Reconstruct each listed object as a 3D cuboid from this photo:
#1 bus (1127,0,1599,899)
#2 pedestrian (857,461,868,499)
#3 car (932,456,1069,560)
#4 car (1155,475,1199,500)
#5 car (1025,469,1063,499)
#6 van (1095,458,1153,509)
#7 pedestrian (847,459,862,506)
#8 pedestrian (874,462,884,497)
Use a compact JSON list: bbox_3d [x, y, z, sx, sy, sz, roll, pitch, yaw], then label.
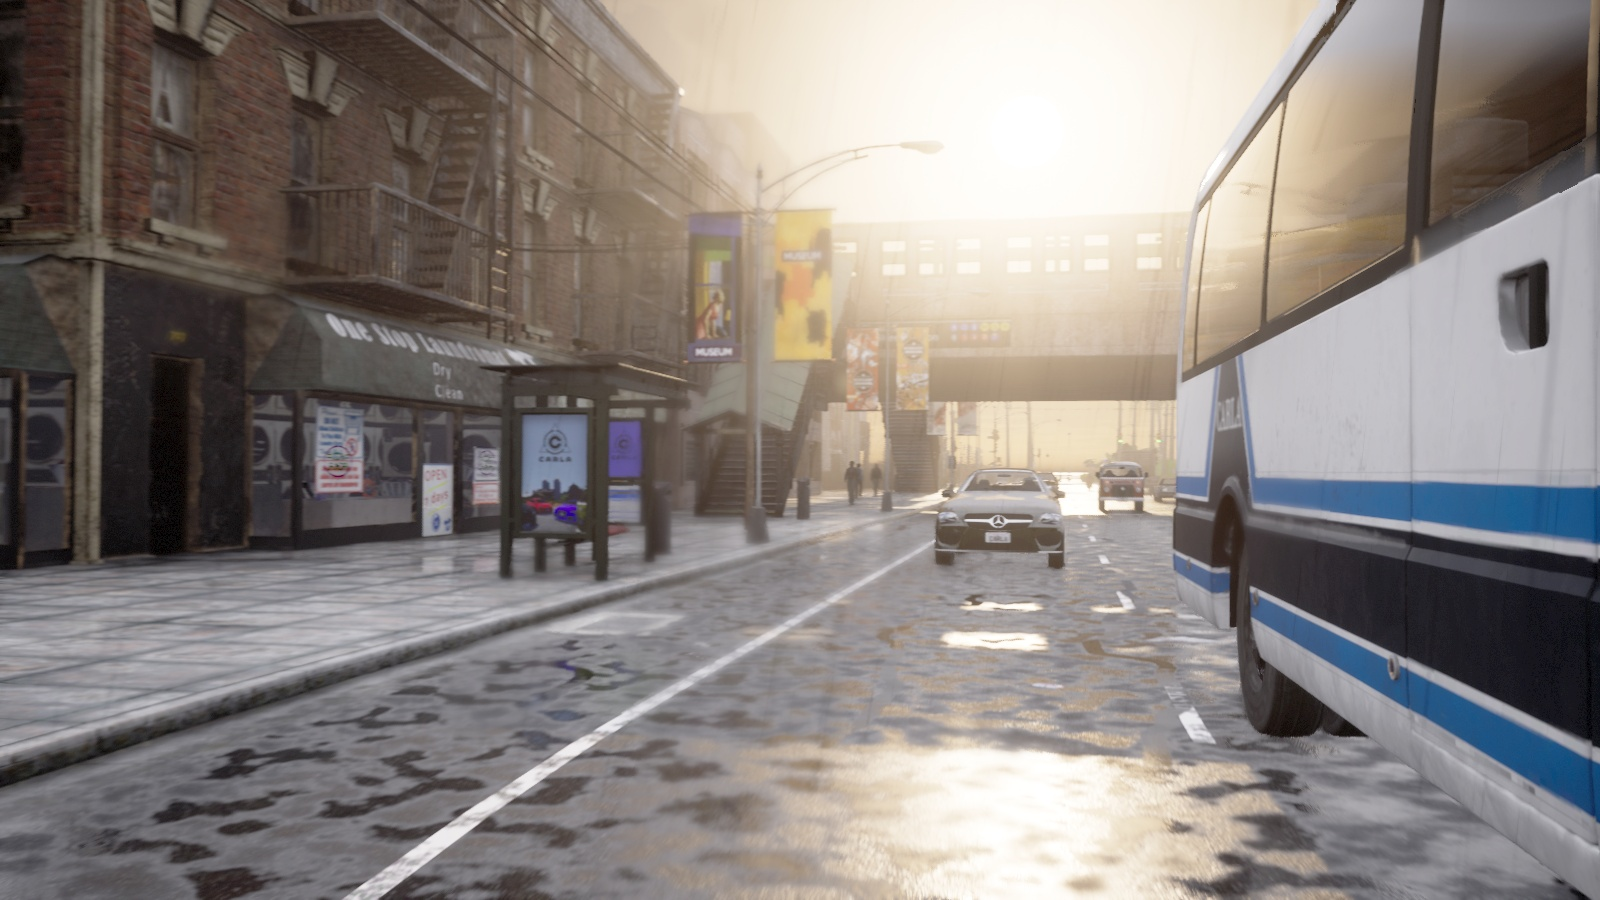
[{"bbox_3d":[3.772,-0.493,4.764,3.944,4.253,10.273,-1,-1,9],"label":"bus"},{"bbox_3d":[3.185,1.541,64.375,0.396,1.930,0.692,0,-1,17],"label":"pedestrian"},{"bbox_3d":[3.696,0.960,22.480,2.152,1.651,5.027,0,-1,12],"label":"car"},{"bbox_3d":[20.428,2.001,68.257,1.895,1.301,4.718,0,-1,12],"label":"car"},{"bbox_3d":[13.708,1.884,70.322,2.033,1.649,4.856,0,-1,12],"label":"car"},{"bbox_3d":[13.368,1.372,52.019,2.069,2.038,4.480,0,-1,12],"label":"van"},{"bbox_3d":[2.253,1.333,51.796,0.402,1.930,0.666,-1,-1,22],"label":"pedestrian"},{"bbox_3d":[4.271,1.593,67.682,0.431,1.840,0.703,0,-1,-4],"label":"pedestrian"}]
